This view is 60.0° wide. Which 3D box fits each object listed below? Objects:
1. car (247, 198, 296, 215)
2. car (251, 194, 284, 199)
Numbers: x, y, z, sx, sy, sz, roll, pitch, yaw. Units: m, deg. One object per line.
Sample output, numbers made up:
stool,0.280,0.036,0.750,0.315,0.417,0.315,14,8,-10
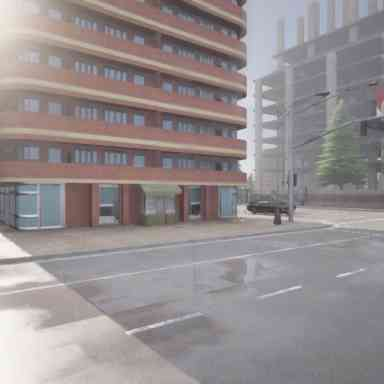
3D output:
car,7.687,1.601,32.712,1.895,1.301,4.718,0,0,-36
car,8.845,1.222,37.055,2.150,2.045,5.566,0,0,-36
